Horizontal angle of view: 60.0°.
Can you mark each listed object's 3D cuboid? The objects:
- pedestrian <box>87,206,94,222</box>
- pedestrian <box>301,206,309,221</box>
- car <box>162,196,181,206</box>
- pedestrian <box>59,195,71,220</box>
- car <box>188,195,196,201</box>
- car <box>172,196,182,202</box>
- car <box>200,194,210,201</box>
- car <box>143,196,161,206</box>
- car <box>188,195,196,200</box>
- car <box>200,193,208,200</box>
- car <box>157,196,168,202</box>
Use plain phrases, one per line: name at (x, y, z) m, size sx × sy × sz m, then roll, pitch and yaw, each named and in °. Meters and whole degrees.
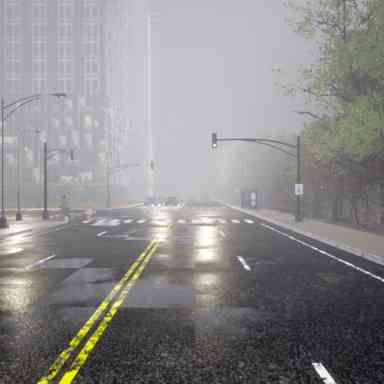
pedestrian at (-7.463, 1.566, 24.278) m, size 0.375 × 1.300 × 0.375 m, roll 0°, pitch 0°, yaw 0°
pedestrian at (8.046, 1.514, 23.669) m, size 0.500 × 1.100 × 0.500 m, roll 0°, pitch 0°, yaw 0°
car at (-3.311, 1.458, 53.797) m, size 1.882 × 1.535 × 5.008 m, roll 0°, pitch 0°, yaw 0°
pedestrian at (-9.490, 1.136, 24.903) m, size 0.375 × 1.860 × 0.375 m, roll 0°, pitch 0°, yaw 0°
car at (0.046, 1.520, 82.809) m, size 1.994 × 1.385 × 4.181 m, roll 0°, pitch 0°, yaw 0°
car at (-3.211, 1.526, 73.046) m, size 1.994 × 1.385 × 4.181 m, roll 0°, pitch 0°, yaw 0°
car at (3.296, 1.322, 82.777) m, size 2.097 × 1.767 × 4.553 m, roll 0°, pitch 0°, yaw 0°
car at (-6.557, 1.507, 53.505) m, size 1.812 × 1.442 × 4.674 m, roll 0°, pitch 0°, yaw 1°
car at (0.051, 1.487, 92.840) m, size 2.033 × 1.411 × 5.357 m, roll 0°, pitch 0°, yaw 0°
car at (3.301, 1.302, 92.808) m, size 2.097 × 1.767 × 4.553 m, roll 0°, pitch 0°, yaw 0°
car at (-6.460, 1.569, 72.844) m, size 1.895 × 1.301 × 4.718 m, roll 0°, pitch 0°, yaw 0°
